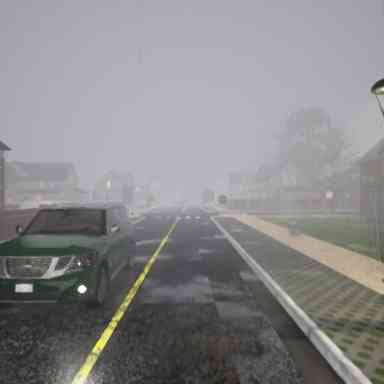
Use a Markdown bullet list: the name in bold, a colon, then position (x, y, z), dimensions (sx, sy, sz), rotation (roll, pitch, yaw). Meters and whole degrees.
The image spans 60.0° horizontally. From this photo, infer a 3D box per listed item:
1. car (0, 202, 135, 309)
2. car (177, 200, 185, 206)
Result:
- **car**: position (-2.849, 1.307, 8.412), dimensions (2.150, 2.045, 5.566), rotation (0, -1, 0)
- **car**: position (-2.742, 2.679, 84.451), dimensions (1.882, 1.535, 5.008), rotation (0, -1, 0)
